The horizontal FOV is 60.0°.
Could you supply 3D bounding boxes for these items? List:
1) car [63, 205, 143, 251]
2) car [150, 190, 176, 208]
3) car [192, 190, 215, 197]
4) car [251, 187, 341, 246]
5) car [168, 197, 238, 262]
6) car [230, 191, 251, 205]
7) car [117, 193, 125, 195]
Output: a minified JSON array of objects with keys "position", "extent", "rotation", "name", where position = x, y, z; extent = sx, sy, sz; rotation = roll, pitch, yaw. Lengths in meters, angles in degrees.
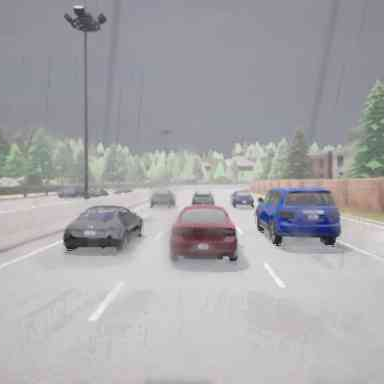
[{"position":[-3.069,1.173,12.248],"extent":[1.994,1.385,4.181],"rotation":[0,2,2],"name":"car"},{"position":[-2.513,0.568,29.639],"extent":[2.128,1.511,4.902],"rotation":[0,2,2],"name":"car"},{"position":[0.986,0.584,29.530],"extent":[2.128,1.511,4.902],"rotation":[0,2,2],"name":"car"},{"position":[3.976,0.820,13.315],"extent":[2.150,2.045,5.566],"rotation":[0,2,2],"name":"car"},{"position":[0.381,1.141,10.835],"extent":[1.882,1.535,5.008],"rotation":[0,2,2],"name":"car"},{"position":[4.511,0.604,30.377],"extent":[1.812,1.442,4.674],"rotation":[0,2,2],"name":"car"},{"position":[-9.222,0.149,44.366],"extent":[2.033,1.411,5.357],"rotation":[0,2,2],"name":"car"}]
